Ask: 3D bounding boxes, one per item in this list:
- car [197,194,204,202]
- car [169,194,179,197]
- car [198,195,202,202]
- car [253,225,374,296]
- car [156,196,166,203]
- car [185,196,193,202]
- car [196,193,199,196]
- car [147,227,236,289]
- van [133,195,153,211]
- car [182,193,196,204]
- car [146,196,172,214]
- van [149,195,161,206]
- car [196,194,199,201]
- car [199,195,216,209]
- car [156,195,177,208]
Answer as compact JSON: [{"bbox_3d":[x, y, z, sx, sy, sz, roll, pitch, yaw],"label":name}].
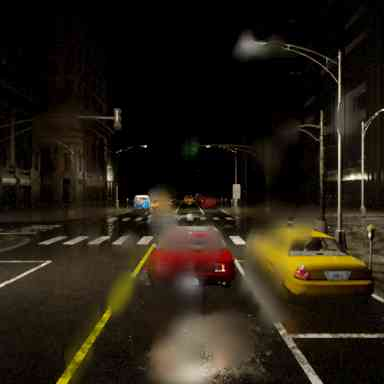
[{"bbox_3d":[2.263,1.561,57.496,1.887,1.381,4.507,0,0,-1],"label":"car"},{"bbox_3d":[-3.576,1.520,55.243,1.837,1.490,4.892,0,0,-1],"label":"car"},{"bbox_3d":[2.314,1.557,51.971,1.887,1.381,4.507,0,0,-1],"label":"car"},{"bbox_3d":[2.697,1.524,8.524,1.752,1.417,4.829,0,0,-1],"label":"car"},{"bbox_3d":[-6.386,1.607,68.485,1.802,1.307,4.206,0,0,-1],"label":"car"},{"bbox_3d":[-0.680,1.476,76.163,1.895,1.301,4.718,0,0,-1],"label":"car"},{"bbox_3d":[2.109,1.574,74.071,1.887,1.381,4.507,0,0,-1],"label":"car"},{"bbox_3d":[-0.014,1.600,9.150,1.895,1.301,4.718,0,0,0],"label":"car"},{"bbox_3d":[-6.142,1.347,40.862,1.690,1.788,3.998,0,0,-1],"label":"van"},{"bbox_3d":[-0.586,1.501,65.715,1.882,1.535,5.008,0,0,-1],"label":"car"},{"bbox_3d":[-3.404,1.481,35.223,1.882,1.535,5.008,0,0,-2],"label":"car"},{"bbox_3d":[-6.289,1.358,57.436,1.690,1.788,3.998,0,0,-1],"label":"van"},{"bbox_3d":[2.210,1.546,63.191,1.752,1.417,4.829,0,0,-1],"label":"car"},{"bbox_3d":[2.365,1.553,46.446,1.887,1.381,4.507,0,0,-1],"label":"car"},{"bbox_3d":[-3.496,1.500,45.110,2.128,1.511,4.902,0,0,-1],"label":"car"}]
